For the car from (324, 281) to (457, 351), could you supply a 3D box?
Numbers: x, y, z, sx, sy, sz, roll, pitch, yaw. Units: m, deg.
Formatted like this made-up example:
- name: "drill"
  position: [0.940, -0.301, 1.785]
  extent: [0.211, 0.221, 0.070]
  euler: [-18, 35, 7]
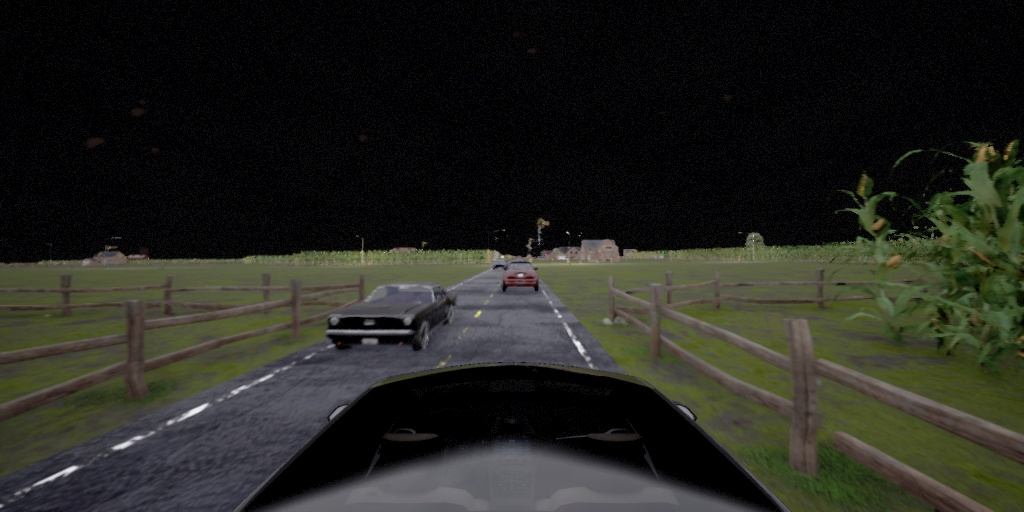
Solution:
- name: "car"
  position: [-2.712, 1.355, 9.157]
  extent: [1.895, 1.301, 4.718]
  euler: [0, 0, 1]

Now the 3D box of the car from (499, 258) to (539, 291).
- name: "car"
  position: [0.528, 1.106, 22.062]
  extent: [2.097, 1.767, 4.553]
  euler: [0, 0, 1]

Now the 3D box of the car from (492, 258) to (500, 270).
- name: "car"
  position: [-1.718, 1.138, 52.184]
  extent: [2.097, 1.767, 4.553]
  euler: [0, 0, 2]
